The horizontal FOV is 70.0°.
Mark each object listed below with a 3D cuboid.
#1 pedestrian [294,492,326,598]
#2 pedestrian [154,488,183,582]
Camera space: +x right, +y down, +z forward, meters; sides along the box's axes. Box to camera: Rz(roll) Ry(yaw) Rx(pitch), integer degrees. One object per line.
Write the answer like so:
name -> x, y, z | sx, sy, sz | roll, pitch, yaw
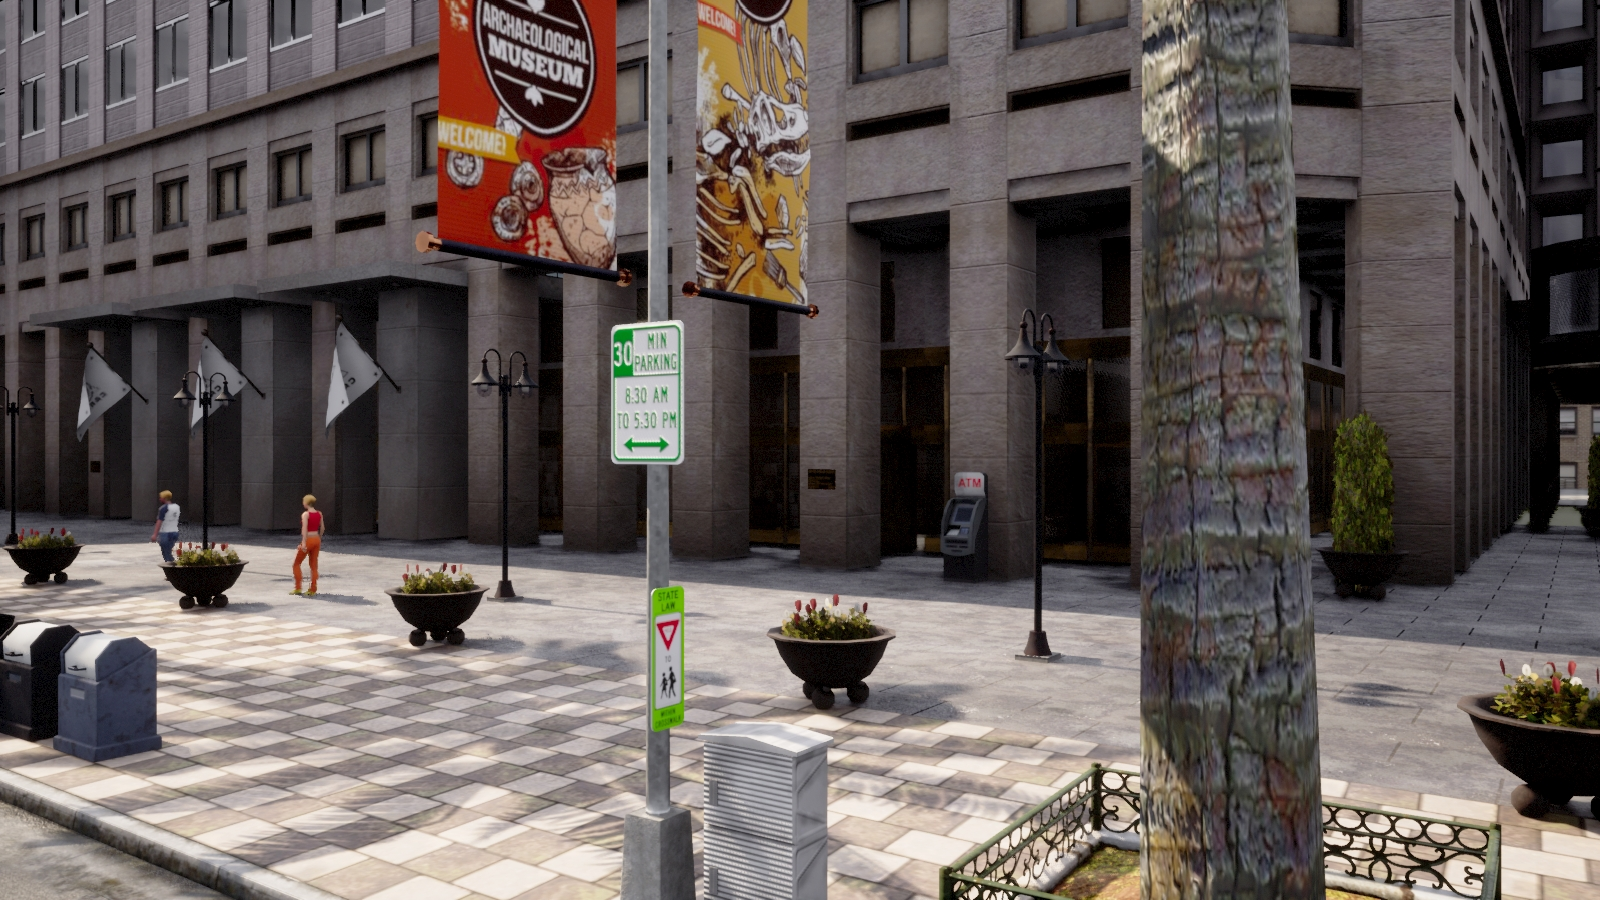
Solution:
pedestrian -> -8.839, 1.704, 20.615 | 0.375, 1.860, 0.375 | 0, 0, 29
pedestrian -> -12.696, 1.701, 22.972 | 0.375, 1.860, 0.375 | 0, 0, 8
